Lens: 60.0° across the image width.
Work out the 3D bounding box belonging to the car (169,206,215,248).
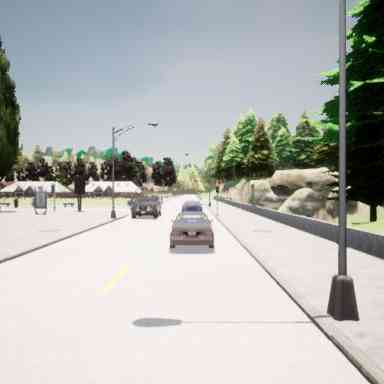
[{"bbox_3d":[0.000,1.561,14.650,2.033,1.411,5.357,0,0,0],"label":"car"}]

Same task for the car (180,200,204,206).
[{"bbox_3d":[0.000,1.483,29.650,1.882,1.535,5.008,0,0,0],"label":"car"}]

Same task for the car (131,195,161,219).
[{"bbox_3d":[-4.000,1.325,29.910,2.150,2.045,5.566,0,0,0],"label":"car"}]
